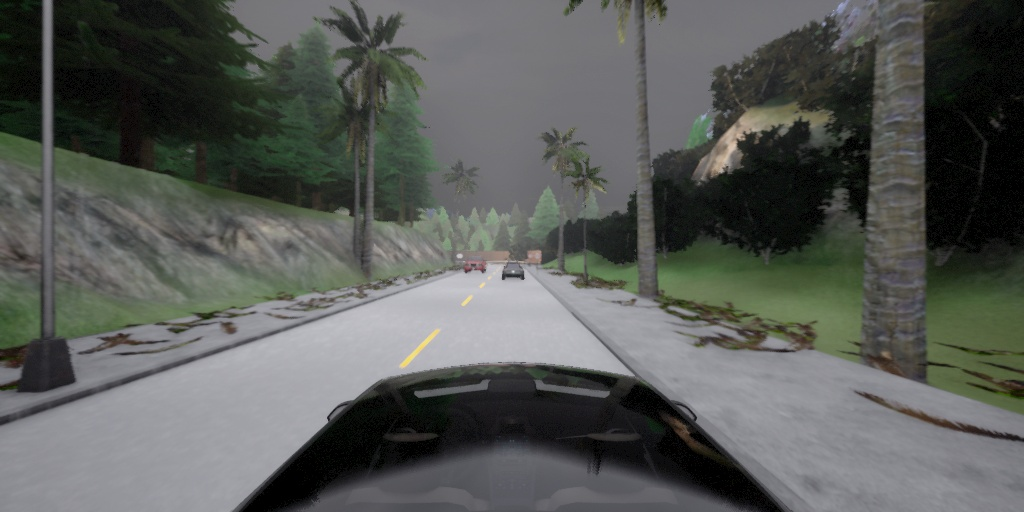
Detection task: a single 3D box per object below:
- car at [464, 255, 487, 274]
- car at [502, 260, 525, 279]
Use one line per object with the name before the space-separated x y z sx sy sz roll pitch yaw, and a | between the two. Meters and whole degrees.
car | -4.076 0.948 40.678 2.150 2.045 5.566 0 0 0
car | 0.101 1.295 32.139 1.994 1.385 4.181 0 0 0
